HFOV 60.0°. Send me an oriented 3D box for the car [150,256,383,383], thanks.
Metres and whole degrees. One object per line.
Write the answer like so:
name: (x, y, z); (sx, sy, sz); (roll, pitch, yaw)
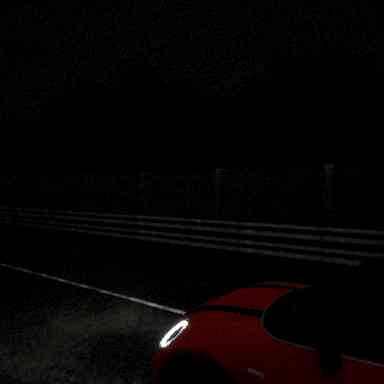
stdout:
car: (1.808, 1.352, 2.704); (4.553, 1.767, 2.097); (0, 0, 36)
